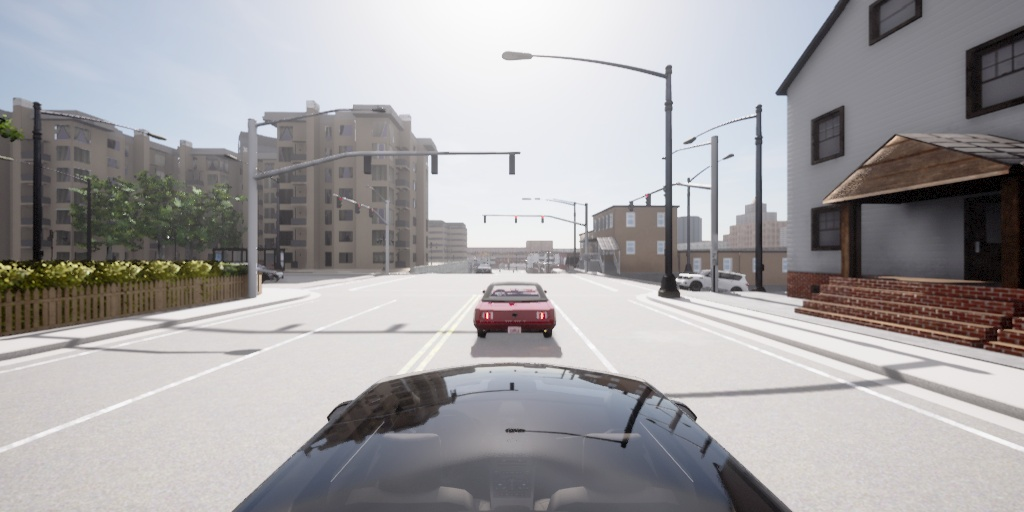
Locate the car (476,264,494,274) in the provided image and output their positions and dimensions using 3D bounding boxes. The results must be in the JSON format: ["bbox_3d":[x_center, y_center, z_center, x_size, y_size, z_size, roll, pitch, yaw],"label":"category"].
[{"bbox_3d":[-3.594,1.804,46.859,1.812,1.442,4.674,0,-4,0],"label":"car"}]

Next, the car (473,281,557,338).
[{"bbox_3d":[0.075,1.356,10.177,1.895,1.301,4.718,0,0,0],"label":"car"}]

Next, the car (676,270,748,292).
[{"bbox_3d":[16.761,2.181,30.108,5.566,2.045,2.150,9,0,1],"label":"car"}]

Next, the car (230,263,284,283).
[{"bbox_3d":[-19.813,1.258,26.887,4.902,1.511,2.128,0,0,1],"label":"car"}]
